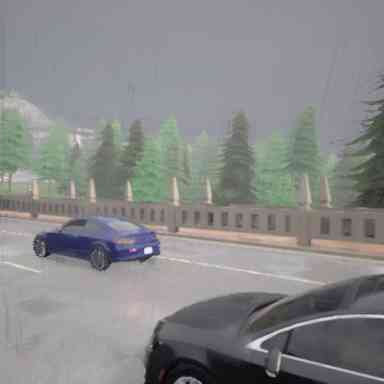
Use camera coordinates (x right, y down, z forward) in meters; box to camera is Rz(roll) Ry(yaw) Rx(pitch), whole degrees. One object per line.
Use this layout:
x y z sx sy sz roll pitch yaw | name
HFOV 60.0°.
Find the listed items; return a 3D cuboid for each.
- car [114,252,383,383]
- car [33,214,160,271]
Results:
1.732 1.501 2.757 4.892 1.490 1.837 0 0 36 | car
-3.078 1.427 10.491 4.674 1.442 1.812 0 0 36 | car
